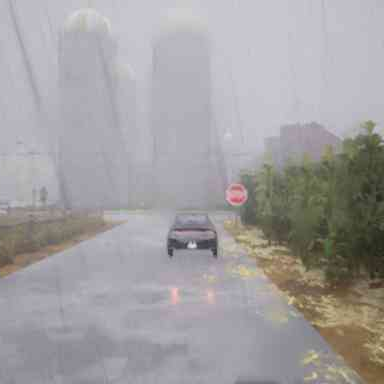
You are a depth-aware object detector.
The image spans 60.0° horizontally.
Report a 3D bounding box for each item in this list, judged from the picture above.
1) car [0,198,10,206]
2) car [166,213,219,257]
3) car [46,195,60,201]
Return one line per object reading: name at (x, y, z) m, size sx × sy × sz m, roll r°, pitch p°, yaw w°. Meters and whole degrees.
car at (-36.915, 1.778, 62.667) m, size 4.611 × 1.667 × 2.242 m, roll 0°, pitch 0°, yaw 0°
car at (0.027, 1.590, 13.463) m, size 2.128 × 1.511 × 4.902 m, roll 0°, pitch 0°, yaw 0°
car at (-37.169, 1.708, 86.872) m, size 3.866 × 1.878 × 1.905 m, roll 0°, pitch 0°, yaw 0°
